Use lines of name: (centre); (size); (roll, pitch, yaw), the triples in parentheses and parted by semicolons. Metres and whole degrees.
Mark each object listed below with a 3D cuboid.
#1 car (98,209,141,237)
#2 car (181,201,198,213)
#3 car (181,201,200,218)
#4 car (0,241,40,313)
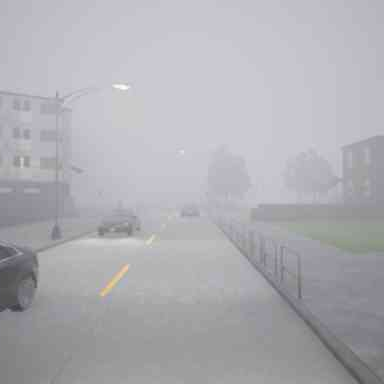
car: (-4.237, 1.763, 20.010); (1.812, 1.442, 4.674); (0, -1, 0)
car: (-0.303, 2.024, 45.407); (2.128, 1.511, 4.902); (0, -1, 0)
car: (-0.189, 1.979, 35.376); (1.994, 1.385, 4.181); (0, -1, 0)
car: (-4.137, 1.557, 5.150); (2.128, 1.511, 4.902); (0, -1, 0)
